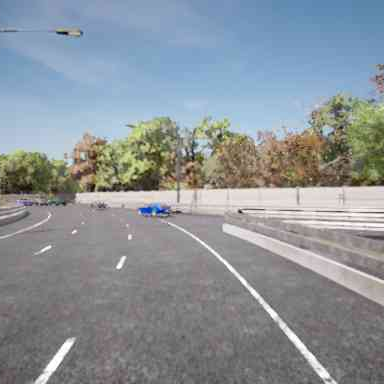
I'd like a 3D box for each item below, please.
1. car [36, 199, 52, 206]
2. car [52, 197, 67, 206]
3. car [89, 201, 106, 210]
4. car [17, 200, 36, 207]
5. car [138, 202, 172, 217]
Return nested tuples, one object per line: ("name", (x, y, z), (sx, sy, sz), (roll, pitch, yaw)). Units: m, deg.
("car", (-34.296, 2.587, 75.574), (4.718, 1.301, 1.895), (-1, -1, 44))
("car", (-31.376, 2.248, 77.676), (5.566, 2.045, 2.150), (-1, -1, 44))
("car", (-16.538, 2.266, 58.262), (2.033, 1.411, 5.357), (0, -1, -30))
("car", (-36.792, 2.448, 73.122), (5.008, 1.535, 1.882), (-1, -1, 44))
("car", (-4.235, 1.878, 37.184), (1.882, 1.535, 5.008), (0, -1, -39))
